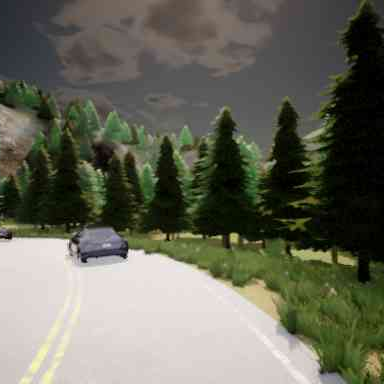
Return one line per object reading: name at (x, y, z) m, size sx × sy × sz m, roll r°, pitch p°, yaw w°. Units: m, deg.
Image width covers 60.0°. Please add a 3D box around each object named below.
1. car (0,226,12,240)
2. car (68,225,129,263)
car at (-17.025, 3.504, 28.055) m, size 4.181 × 1.385 × 1.994 m, roll -5°, pitch -2°, yaw 35°
car at (-4.302, 2.212, 14.954) m, size 1.994 × 1.385 × 4.181 m, roll -1°, pitch -3°, yaw -28°
